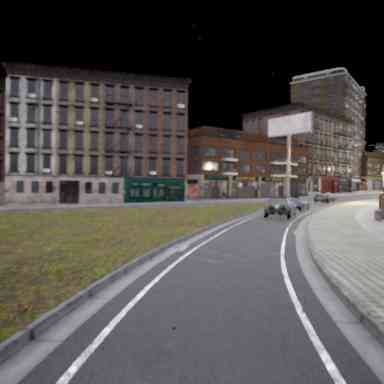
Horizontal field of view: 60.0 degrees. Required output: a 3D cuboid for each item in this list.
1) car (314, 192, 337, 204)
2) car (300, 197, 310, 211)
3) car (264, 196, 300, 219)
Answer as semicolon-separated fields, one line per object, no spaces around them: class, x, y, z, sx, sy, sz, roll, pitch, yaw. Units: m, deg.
car;18.150;0.800;45.197;2.128;1.511;4.902;1;3;39
car;11.001;1.201;34.950;1.994;1.385;4.181;1;2;32
car;7.455;1.152;27.770;2.097;1.767;4.553;1;1;24
